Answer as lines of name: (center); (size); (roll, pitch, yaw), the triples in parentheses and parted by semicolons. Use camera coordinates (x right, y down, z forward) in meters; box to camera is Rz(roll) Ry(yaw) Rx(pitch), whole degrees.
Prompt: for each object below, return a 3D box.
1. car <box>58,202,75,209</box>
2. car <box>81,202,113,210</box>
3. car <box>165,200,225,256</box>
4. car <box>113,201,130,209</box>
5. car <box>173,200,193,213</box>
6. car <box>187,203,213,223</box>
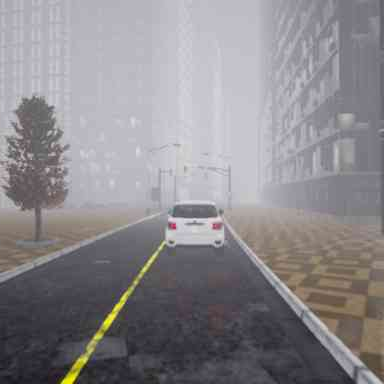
car: (-24.731, 2.633, 64.296); (4.313, 1.339, 1.947); (-1, 0, 13)
car: (-15.689, 2.288, 53.574); (4.403, 1.369, 2.008); (-1, 0, 13)
car: (0.156, 1.348, 13.961); (2.150, 2.045, 5.566); (0, 0, 2)
car: (-13.778, 2.396, 61.732); (4.403, 1.369, 2.008); (-1, 0, 13)
car: (-1.163, 1.885, 44.161); (2.128, 1.511, 4.902); (0, -1, 5)
car: (0.787, 1.760, 29.189); (2.128, 1.511, 4.902); (0, 0, 3)
